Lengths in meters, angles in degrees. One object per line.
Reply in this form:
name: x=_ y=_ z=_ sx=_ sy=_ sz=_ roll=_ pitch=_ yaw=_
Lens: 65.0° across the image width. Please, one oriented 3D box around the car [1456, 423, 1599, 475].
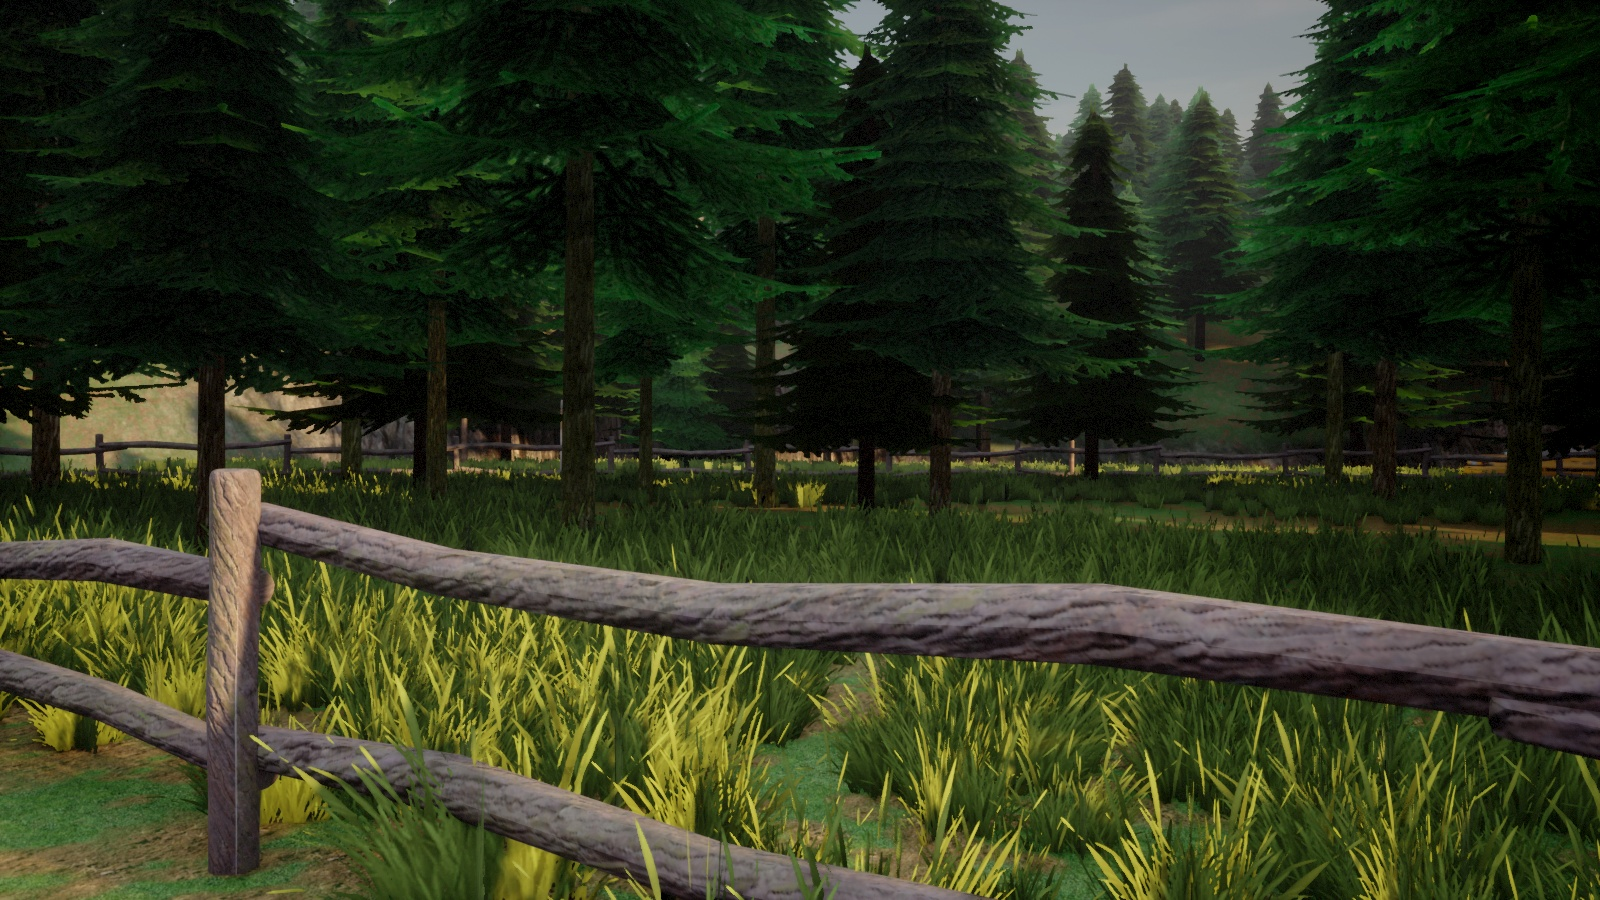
car: x=23.504 y=-0.047 z=38.903 sx=5.366 sy=1.575 sz=1.801 roll=0 pitch=1 yaw=8
